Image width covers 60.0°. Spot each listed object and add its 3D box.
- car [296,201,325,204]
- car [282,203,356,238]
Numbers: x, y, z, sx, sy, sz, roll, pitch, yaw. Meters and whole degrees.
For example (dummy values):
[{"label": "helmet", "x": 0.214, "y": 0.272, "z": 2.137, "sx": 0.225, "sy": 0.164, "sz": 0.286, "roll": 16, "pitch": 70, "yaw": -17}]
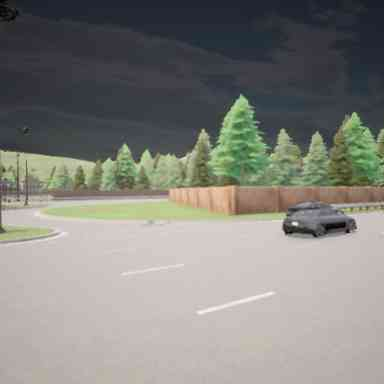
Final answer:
[{"label": "car", "x": 8.389, "y": 1.374, "z": 22.626, "sx": 4.892, "sy": 1.490, "sz": 1.837, "roll": -1, "pitch": 0, "yaw": -35}, {"label": "car", "x": 6.540, "y": 1.465, "z": 17.009, "sx": 4.181, "sy": 1.385, "sz": 1.994, "roll": 0, "pitch": 0, "yaw": -35}]
